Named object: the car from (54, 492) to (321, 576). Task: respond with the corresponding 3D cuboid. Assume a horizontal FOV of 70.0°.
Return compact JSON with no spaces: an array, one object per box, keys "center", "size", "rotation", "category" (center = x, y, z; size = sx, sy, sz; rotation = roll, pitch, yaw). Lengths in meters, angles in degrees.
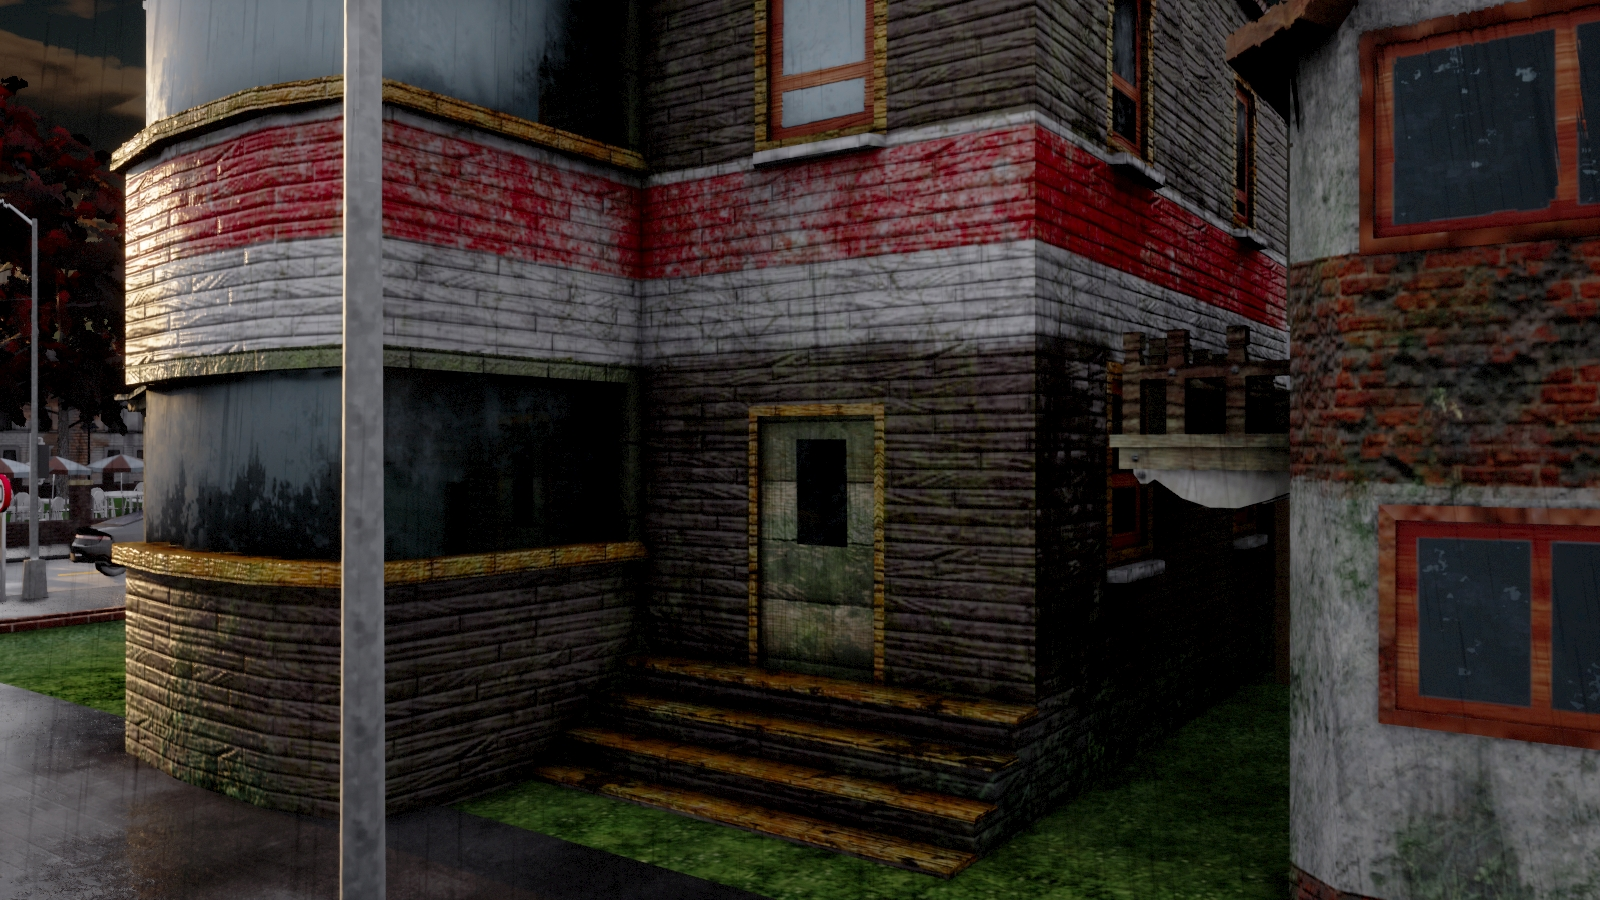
[{"center":[-13.748,1.817,25.958],"size":[2.128,1.511,4.902],"rotation":[0,0,34],"category":"car"}]
